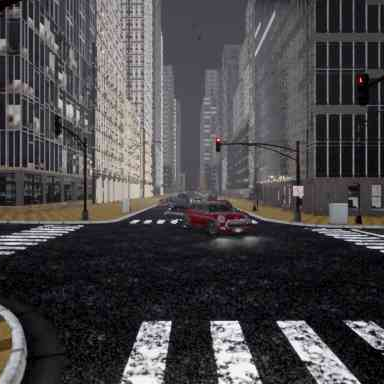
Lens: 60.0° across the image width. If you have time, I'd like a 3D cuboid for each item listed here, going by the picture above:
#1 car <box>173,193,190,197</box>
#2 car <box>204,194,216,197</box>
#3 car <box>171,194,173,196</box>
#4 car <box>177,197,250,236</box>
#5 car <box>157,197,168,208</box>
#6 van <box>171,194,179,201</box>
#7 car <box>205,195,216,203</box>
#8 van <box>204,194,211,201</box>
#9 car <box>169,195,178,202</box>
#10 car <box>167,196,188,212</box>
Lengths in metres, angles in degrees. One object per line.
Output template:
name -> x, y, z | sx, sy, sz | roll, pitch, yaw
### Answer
car -> -1.565, 1.227, 56.862 | 2.150, 2.045, 5.566 | 0, 0, 0
car -> 3.807, 1.313, 63.894 | 2.192, 1.841, 5.009 | 0, 0, 0
car -> -4.073, 1.564, 63.864 | 1.947, 1.339, 4.313 | 0, 0, 0
car -> 1.284, 1.375, 18.937 | 2.097, 1.767, 4.553 | 0, 0, -29
car -> -4.010, 1.593, 47.281 | 1.802, 1.307, 4.206 | 0, 0, 0
van -> -4.138, 1.321, 80.447 | 1.690, 1.788, 3.998 | 0, 0, 0
car -> 3.785, 1.432, 69.423 | 1.967, 1.590, 4.097 | 0, 0, 0
van -> 3.742, 1.321, 80.478 | 1.690, 1.788, 3.998 | 0, 0, 0
car -> -4.116, 1.426, 74.920 | 1.967, 1.590, 4.097 | 0, 0, 0
car -> -1.515, 1.562, 39.639 | 2.033, 1.411, 5.357 | 0, 0, 0
